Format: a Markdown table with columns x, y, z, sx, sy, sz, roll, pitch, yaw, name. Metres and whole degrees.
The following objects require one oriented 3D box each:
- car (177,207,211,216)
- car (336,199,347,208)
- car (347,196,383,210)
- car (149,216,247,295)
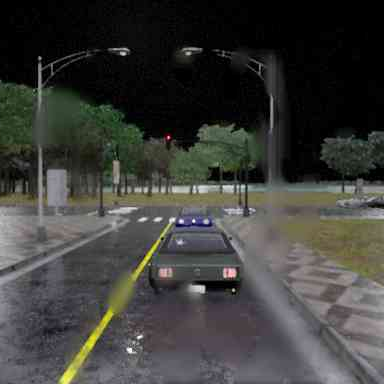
| x | y | z | sx | sy | sz | roll | pitch | yaw | name |
| --- | --- | --- | --- | --- | --- | --- | --- | --- | --- |
| 0.132 | 1.464 | 18.643 | 1.895 | 1.301 | 4.718 | 0 | 0 | 1 | car |
| 19.791 | 1.210 | 39.956 | 4.674 | 1.442 | 1.812 | 0 | 1 | 1 | car |
| 20.189 | 1.249 | 36.703 | 4.674 | 1.442 | 1.812 | 0 | 1 | 0 | car |
| 0.110 | 1.538 | 8.513 | 1.895 | 1.301 | 4.718 | 0 | 0 | 0 | car |
